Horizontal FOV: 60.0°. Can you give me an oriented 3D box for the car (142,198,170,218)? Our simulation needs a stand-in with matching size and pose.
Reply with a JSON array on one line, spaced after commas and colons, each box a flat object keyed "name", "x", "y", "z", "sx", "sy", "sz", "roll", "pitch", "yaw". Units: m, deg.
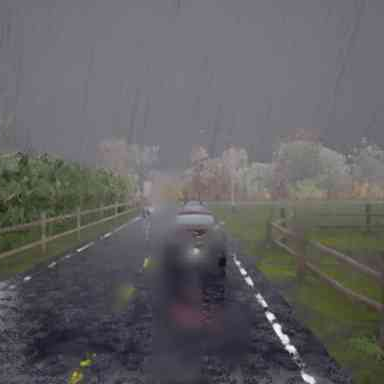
[{"name": "car", "x": -2.807, "y": 1.224, "z": 26.787, "sx": 2.128, "sy": 1.511, "sz": 4.902, "roll": 0, "pitch": 1, "yaw": 0}]

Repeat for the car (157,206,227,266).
[{"name": "car", "x": 0.091, "y": 1.387, "z": 11.172, "sx": 1.837, "sy": 1.490, "sz": 4.892, "roll": 0, "pitch": -1, "yaw": 0}]

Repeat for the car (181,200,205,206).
[{"name": "car", "x": 0.106, "y": 1.304, "z": 26.080, "sx": 1.994, "sy": 1.385, "sz": 4.181, "roll": 0, "pitch": 1, "yaw": 0}]
